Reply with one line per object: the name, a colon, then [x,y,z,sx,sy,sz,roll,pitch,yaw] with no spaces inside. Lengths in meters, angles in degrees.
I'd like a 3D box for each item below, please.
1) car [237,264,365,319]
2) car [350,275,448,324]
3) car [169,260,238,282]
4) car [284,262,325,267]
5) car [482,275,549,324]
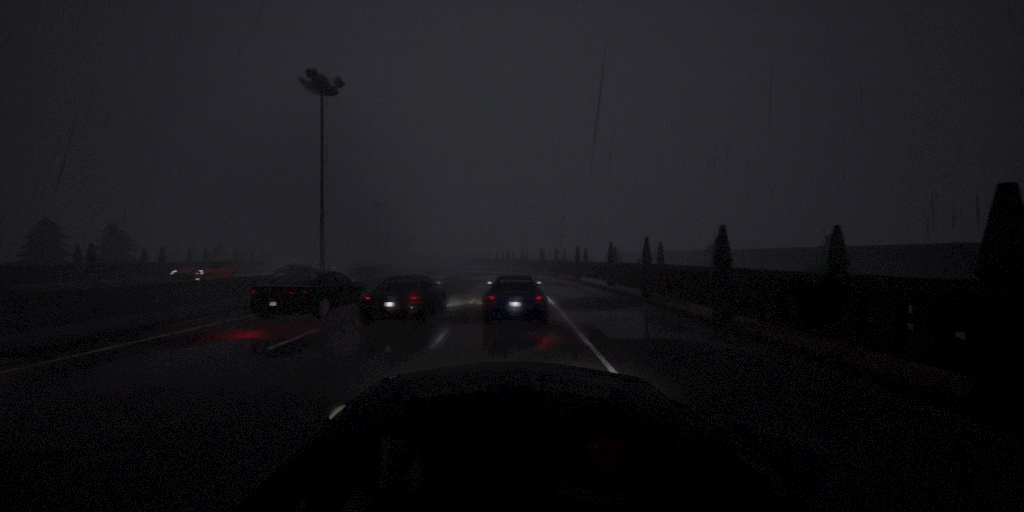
car: [-6.915,1.230,12.833,1.882,1.535,5.008,0,0,0]
car: [-3.413,1.316,11.983,1.994,1.385,4.181,0,0,0]
car: [-21.891,1.107,25.709,2.097,1.767,4.553,0,0,-8]
car: [-14.708,1.318,24.193,1.994,1.385,4.181,0,0,-6]
car: [0.089,1.315,11.977,1.994,1.385,4.181,0,0,0]
